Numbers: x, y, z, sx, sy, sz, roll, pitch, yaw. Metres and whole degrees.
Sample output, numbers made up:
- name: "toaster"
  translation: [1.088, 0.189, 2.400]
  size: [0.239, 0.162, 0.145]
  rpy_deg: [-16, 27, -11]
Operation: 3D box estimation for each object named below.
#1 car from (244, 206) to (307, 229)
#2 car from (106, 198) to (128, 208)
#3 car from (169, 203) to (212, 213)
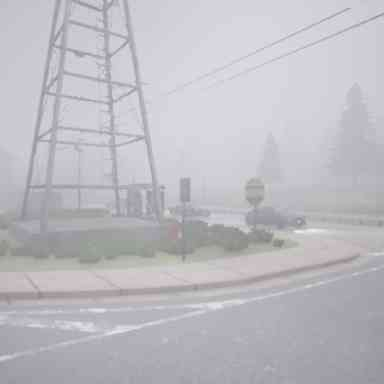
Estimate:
- name: "car"
  translation: [5.476, 1.644, 22.195]
  size: [1.994, 1.385, 4.181]
  rpy_deg: [0, 0, -35]
- name: "car"
  translation: [-9.517, 1.568, 46.272]
  size: [5.008, 1.535, 1.882]
  rpy_deg: [0, 0, 17]
- name: "car"
  translation: [-0.215, 1.683, 30.562]
  size: [1.895, 1.301, 4.718]
  rpy_deg: [0, 0, -34]
